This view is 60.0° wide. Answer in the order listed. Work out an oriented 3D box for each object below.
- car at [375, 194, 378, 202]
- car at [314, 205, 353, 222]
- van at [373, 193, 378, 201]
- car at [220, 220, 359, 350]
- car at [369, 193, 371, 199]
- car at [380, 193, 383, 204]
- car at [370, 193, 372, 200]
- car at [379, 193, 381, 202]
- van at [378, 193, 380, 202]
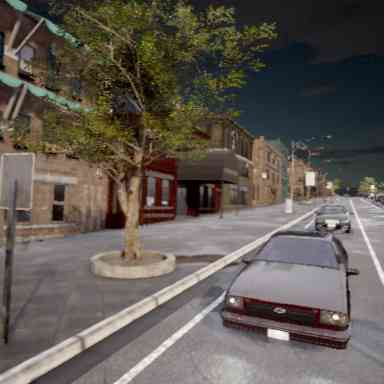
[{"bbox_3d":[39.299,1.582,65.037,5.008,1.535,2.097,1,1,25],"label":"car"},{"bbox_3d":[8.572,1.541,20.136,2.128,1.511,4.902,1,0,25],"label":"car"},{"bbox_3d":[42.743,1.322,72.709,4.442,1.987,1.878,1,1,25],"label":"van"},{"bbox_3d":[2.305,1.554,6.922,2.033,1.411,5.357,1,0,25],"label":"car"},{"bbox_3d":[46.380,1.517,80.290,5.008,1.535,2.097,1,1,25],"label":"car"},{"bbox_3d":[33.380,1.386,52.331,5.566,2.045,2.435,1,1,25],"label":"car"},{"bbox_3d":[45.374,1.528,77.670,5.366,1.575,1.946,1,1,25],"label":"car"},{"bbox_3d":[36.973,1.480,59.935,4.553,1.767,2.185,1,1,25],"label":"car"},{"bbox_3d":[38.021,1.366,62.539,4.442,1.987,1.878,1,1,25],"label":"van"}]
